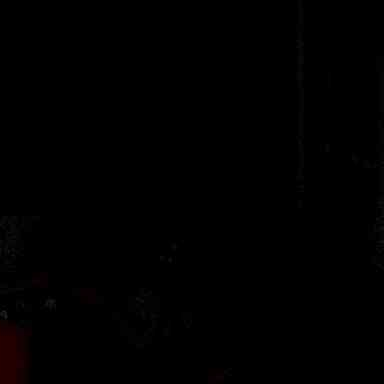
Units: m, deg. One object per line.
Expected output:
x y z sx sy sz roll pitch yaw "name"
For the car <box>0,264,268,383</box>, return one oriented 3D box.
-1.382 1.560 3.948 4.507 1.381 1.887 0 0 36 "car"
